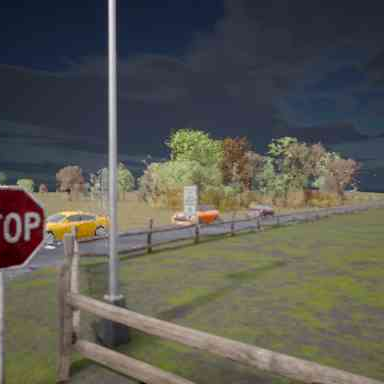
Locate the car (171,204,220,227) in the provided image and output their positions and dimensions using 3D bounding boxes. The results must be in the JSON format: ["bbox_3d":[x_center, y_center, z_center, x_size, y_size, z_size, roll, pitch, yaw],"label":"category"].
[{"bbox_3d":[0.351,1.827,27.046,2.097,1.767,4.553,0,-1,36],"label":"car"}]

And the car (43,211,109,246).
[{"bbox_3d":[-6.554,1.784,17.417,1.882,1.535,5.008,0,-1,36],"label":"car"}]

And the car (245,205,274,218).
[{"bbox_3d":[7.579,2.180,37.110,1.812,1.442,4.674,0,-1,36],"label":"car"}]
